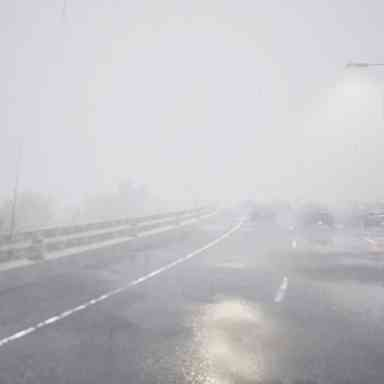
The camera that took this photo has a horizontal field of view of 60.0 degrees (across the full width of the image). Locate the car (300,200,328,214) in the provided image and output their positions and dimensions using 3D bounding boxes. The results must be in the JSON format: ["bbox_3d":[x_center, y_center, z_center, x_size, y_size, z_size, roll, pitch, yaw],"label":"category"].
[{"bbox_3d":[14.393,1.752,39.497,1.812,1.442,4.674,0,0,4],"label":"car"}]

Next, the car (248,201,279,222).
[{"bbox_3d":[5.870,1.696,27.596,1.994,1.385,4.181,0,0,11],"label":"car"}]

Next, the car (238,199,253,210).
[{"bbox_3d":[7.682,1.689,46.652,1.882,1.535,5.008,0,0,1],"label":"car"}]

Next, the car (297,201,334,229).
[{"bbox_3d":[8.473,1.637,22.923,1.837,1.490,4.892,1,0,13],"label":"car"}]

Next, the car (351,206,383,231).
[{"bbox_3d":[11.736,1.638,21.658,2.128,1.511,4.902,0,0,14],"label":"car"}]

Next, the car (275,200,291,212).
[{"bbox_3d":[11.039,1.705,41.481,2.128,1.511,4.902,0,0,4],"label":"car"}]
